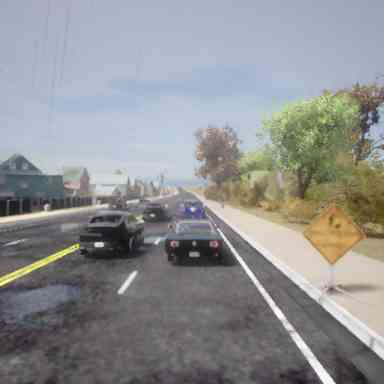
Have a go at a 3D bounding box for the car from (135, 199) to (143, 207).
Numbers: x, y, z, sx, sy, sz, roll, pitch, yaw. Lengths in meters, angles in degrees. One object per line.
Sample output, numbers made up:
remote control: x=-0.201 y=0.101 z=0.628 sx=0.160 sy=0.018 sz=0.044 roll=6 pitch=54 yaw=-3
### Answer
car: x=-6.565 y=1.723 z=45.466 sx=1.812 sy=1.442 sz=4.674 roll=0 pitch=0 yaw=0

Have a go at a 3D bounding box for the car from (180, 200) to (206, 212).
car: x=0.096 y=1.479 z=28.701 sx=2.097 sy=1.767 sz=4.553 roll=0 pitch=0 yaw=0

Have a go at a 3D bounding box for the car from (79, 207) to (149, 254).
car: x=-3.159 y=1.568 z=13.785 sx=1.837 sy=1.490 sz=4.892 roll=0 pitch=0 yaw=0

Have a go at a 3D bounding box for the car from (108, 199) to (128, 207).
car: x=-9.818 y=1.700 z=44.472 sx=1.837 sy=1.490 sz=4.892 roll=0 pitch=-1 yaw=0

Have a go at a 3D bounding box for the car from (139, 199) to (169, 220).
car: x=-3.152 y=1.634 z=29.116 sx=1.837 sy=1.490 sz=4.892 roll=0 pitch=0 yaw=0

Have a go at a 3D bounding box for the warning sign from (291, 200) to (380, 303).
warning sign: x=2.884 y=1.148 z=6.853 sx=1.300 sy=1.860 sz=1.060 roll=2 pitch=2 yaw=0

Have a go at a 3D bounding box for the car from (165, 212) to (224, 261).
car: x=0.088 y=1.658 z=12.535 sx=1.895 sy=1.301 sz=4.718 roll=0 pitch=0 yaw=0
